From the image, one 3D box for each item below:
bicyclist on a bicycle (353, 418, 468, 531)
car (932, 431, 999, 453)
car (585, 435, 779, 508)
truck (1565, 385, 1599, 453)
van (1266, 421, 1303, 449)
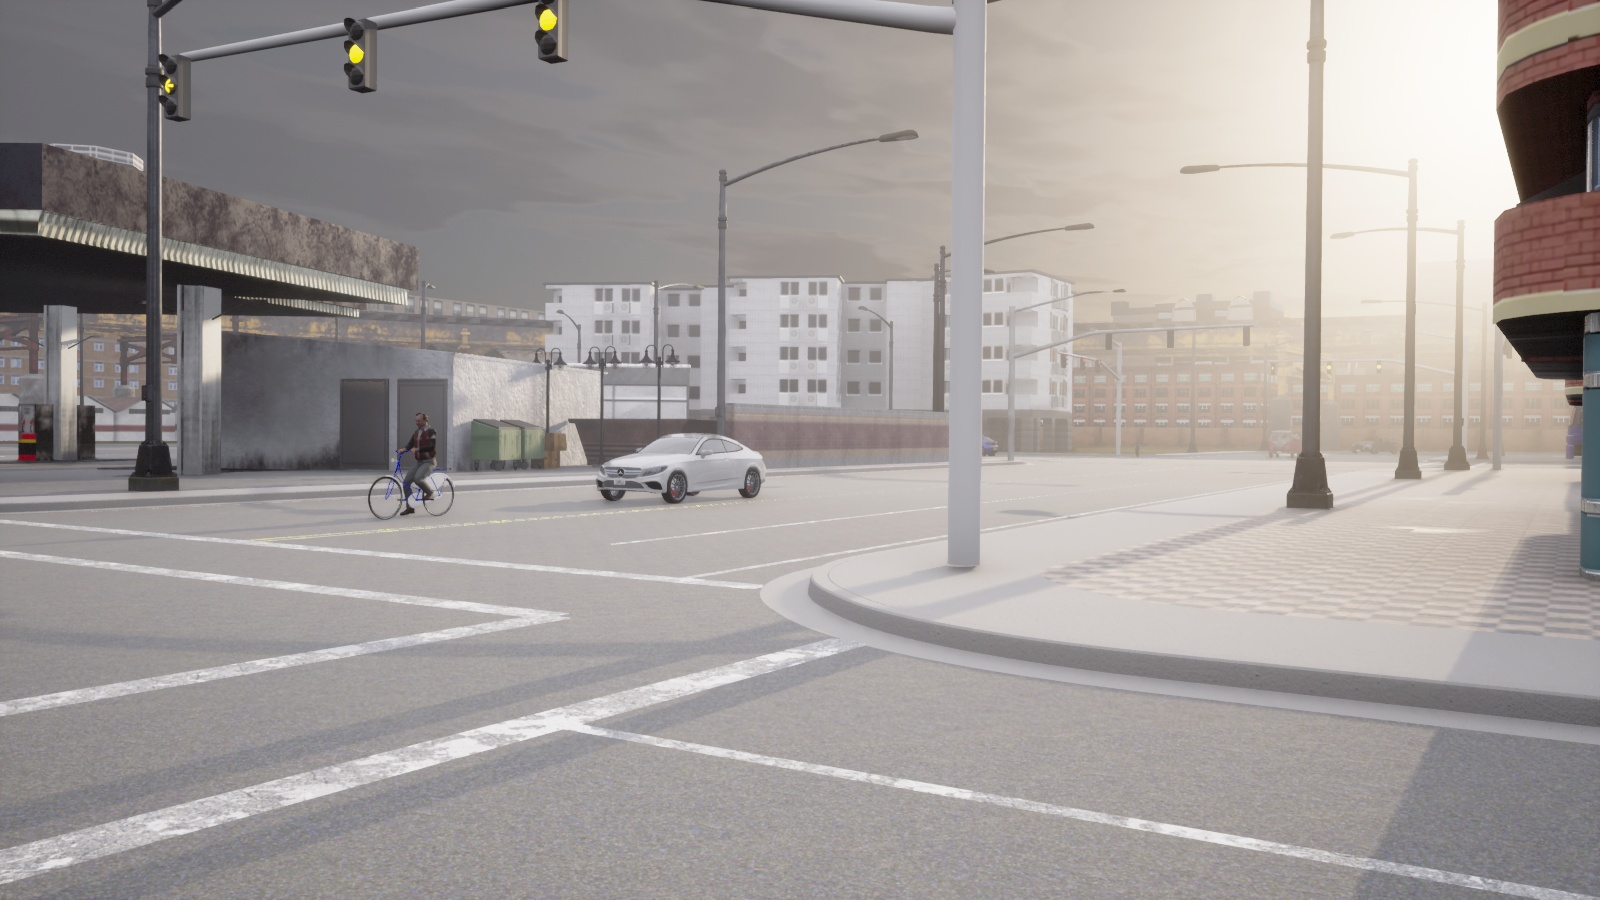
[{"bbox_3d":[-6.427,0.376,20.823,0.659,1.776,1.843,0,1,31],"label":"bicyclist on a bicycle"},{"bbox_3d":[11.250,-0.523,85.446,4.193,1.474,1.816,0,1,32],"label":"car"},{"bbox_3d":[-2.468,0.404,27.508,1.812,1.442,4.674,0,1,31],"label":"car"},{"bbox_3d":[43.928,-1.664,64.402,7.936,3.462,2.891,-1,0,32],"label":"truck"},{"bbox_3d":[35.150,-1.077,91.048,1.775,1.987,4.442,0,1,31],"label":"van"}]
